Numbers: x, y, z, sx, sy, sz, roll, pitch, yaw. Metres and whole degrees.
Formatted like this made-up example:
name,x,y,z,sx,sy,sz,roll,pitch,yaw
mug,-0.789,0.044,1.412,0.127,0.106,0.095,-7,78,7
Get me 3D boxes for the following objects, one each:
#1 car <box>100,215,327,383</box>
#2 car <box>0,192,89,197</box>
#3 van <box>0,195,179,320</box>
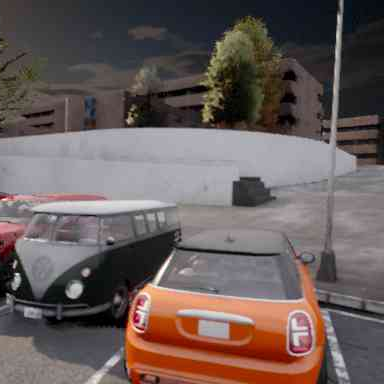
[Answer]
name,x,y,z,sx,sy,sz,roll,pitch,yaw
car,0.789,1.334,5.207,2.185,1.767,4.553,1,0,16
car,-4.074,1.070,8.740,2.435,2.045,5.566,2,0,16
van,-1.659,1.164,6.899,1.878,1.987,4.442,2,0,16
